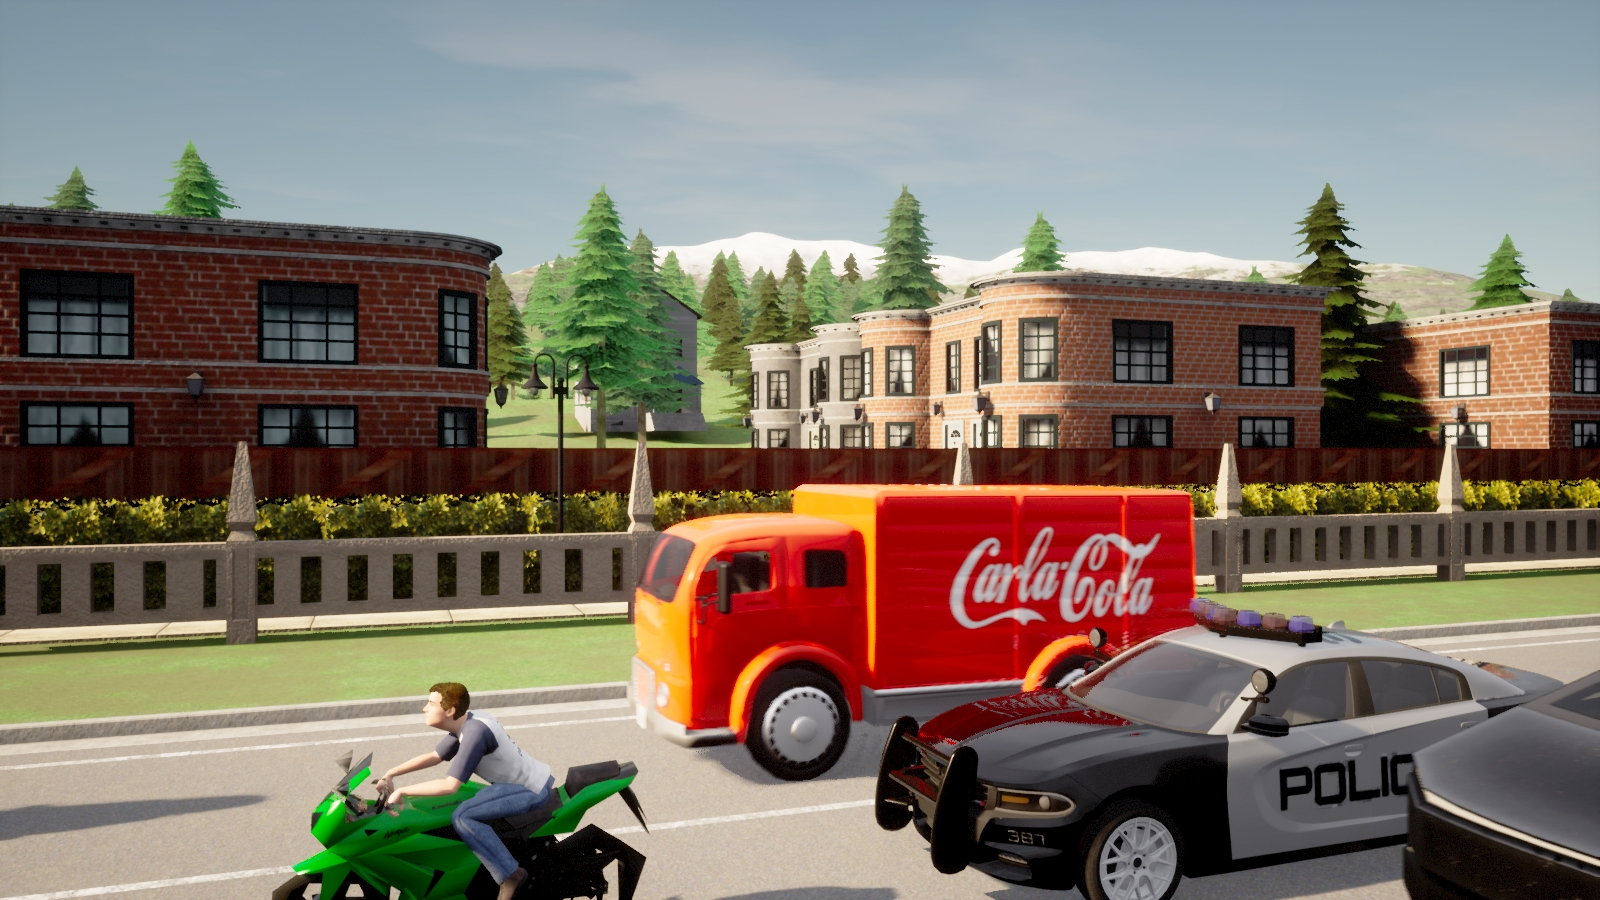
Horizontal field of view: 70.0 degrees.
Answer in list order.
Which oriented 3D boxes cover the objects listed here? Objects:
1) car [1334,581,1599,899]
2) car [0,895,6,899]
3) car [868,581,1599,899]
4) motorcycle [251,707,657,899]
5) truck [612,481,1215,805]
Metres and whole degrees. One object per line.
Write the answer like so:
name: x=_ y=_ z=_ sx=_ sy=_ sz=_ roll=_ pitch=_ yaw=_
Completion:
car: x=5.928 y=1.754 z=5.456 sx=6.274 sy=2.098 sz=2.390 roll=0 pitch=0 yaw=-20
car: x=-4.025 y=2.066 z=1.836 sx=4.193 sy=1.474 sz=1.816 roll=0 pitch=0 yaw=-20
car: x=3.312 y=1.982 z=8.229 sx=5.238 sy=1.638 sz=2.097 roll=0 pitch=0 yaw=-20
motorcycle: x=-1.880 y=2.186 z=6.339 sx=2.033 sy=1.199 sz=0.803 roll=0 pitch=0 yaw=-20
truck: x=1.021 y=1.573 z=11.125 sx=5.204 sy=2.467 sz=2.627 roll=0 pitch=0 yaw=-20
